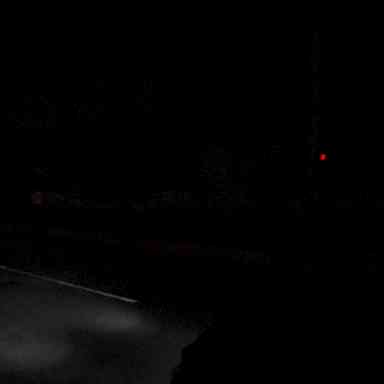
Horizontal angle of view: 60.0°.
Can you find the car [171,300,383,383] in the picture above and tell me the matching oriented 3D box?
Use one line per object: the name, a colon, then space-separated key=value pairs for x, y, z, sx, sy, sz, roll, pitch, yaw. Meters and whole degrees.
car: x=2.153 y=1.599 z=2.457 sx=4.718 sy=1.301 sz=1.895 roll=0 pitch=0 yaw=35
